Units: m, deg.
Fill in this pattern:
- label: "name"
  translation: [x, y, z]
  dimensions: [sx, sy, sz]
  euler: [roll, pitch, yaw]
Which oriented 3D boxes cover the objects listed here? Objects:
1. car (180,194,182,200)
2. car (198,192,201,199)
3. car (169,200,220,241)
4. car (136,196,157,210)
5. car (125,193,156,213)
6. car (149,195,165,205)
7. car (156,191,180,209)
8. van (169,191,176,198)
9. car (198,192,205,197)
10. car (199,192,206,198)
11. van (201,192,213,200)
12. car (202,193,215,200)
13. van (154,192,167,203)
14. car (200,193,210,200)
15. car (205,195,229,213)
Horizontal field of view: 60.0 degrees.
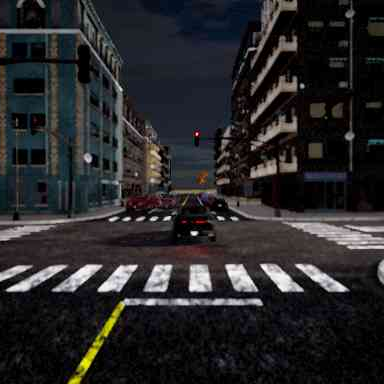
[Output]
- label: "car"
  translation: [-2.708, 1.006, 57.296]
  dimensions: [2.128, 1.511, 4.902]
  euler: [0, 0, 1]
- label: "car"
  translation: [2.672, 0.922, 60.935]
  dimensions: [1.967, 1.590, 4.097]
  euler: [0, 1, 0]
- label: "car"
  translation: [0.101, 1.354, 15.643]
  dimensions: [1.837, 1.490, 4.892]
  euler: [-1, 1, 0]
- label: "car"
  translation: [-5.248, 1.220, 38.742]
  dimensions: [1.887, 1.381, 4.507]
  euler: [0, 0, 0]
- label: "car"
  translation: [-5.258, 1.038, 33.188]
  dimensions: [2.192, 1.841, 5.009]
  euler: [0, 0, 0]
- label: "car"
  translation: [-5.228, 1.124, 49.846]
  dimensions: [1.887, 1.381, 4.507]
  euler: [0, 0, 0]
- label: "car"
  translation: [-2.779, 1.029, 38.646]
  dimensions: [2.097, 1.767, 4.553]
  euler: [0, 0, 0]
- label: "van"
  translation: [-5.159, 0.574, 88.706]
  dimensions: [1.690, 1.788, 3.998]
  euler: [0, 1, 0]
- label: "car"
  translation: [2.730, 0.727, 94.247]
  dimensions: [1.887, 1.381, 4.507]
  euler: [0, 1, 0]
- label: "car"
  translation: [2.720, 0.778, 88.695]
  dimensions: [1.887, 1.381, 4.507]
  euler: [0, 1, 0]
- label: "van"
  translation: [2.653, 0.920, 49.831]
  dimensions: [1.690, 1.788, 3.998]
  euler: [0, 1, 0]
- label: "car"
  translation: [2.642, 1.209, 44.281]
  dimensions: [1.802, 1.307, 4.206]
  euler: [0, 0, 0]
- label: "van"
  translation: [-5.218, 0.872, 55.396]
  dimensions: [1.690, 1.788, 3.998]
  euler: [0, 1, 0]
- label: "car"
  translation: [2.691, 0.934, 72.040]
  dimensions: [2.008, 1.369, 4.403]
  euler: [0, 1, 0]
- label: "car"
  translation: [2.622, 1.289, 33.177]
  dimensions: [1.947, 1.339, 4.313]
  euler: [0, 0, 0]
